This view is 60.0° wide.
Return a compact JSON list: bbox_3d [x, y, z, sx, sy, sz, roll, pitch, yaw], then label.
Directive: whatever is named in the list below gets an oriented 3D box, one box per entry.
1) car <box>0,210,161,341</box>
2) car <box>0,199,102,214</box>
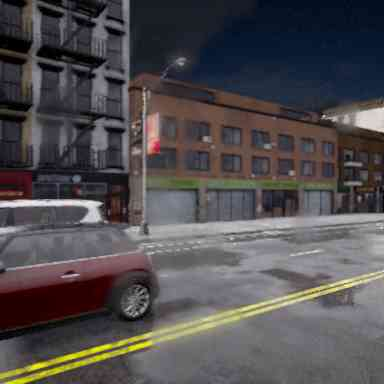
[{"bbox_3d":[-2.879,1.354,5.623,4.553,1.767,2.097,0,0,-36],"label":"car"},{"bbox_3d":[-4.773,1.224,8.264,5.566,2.045,2.150,0,0,-35],"label":"car"}]
